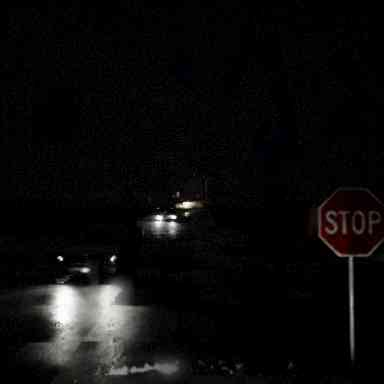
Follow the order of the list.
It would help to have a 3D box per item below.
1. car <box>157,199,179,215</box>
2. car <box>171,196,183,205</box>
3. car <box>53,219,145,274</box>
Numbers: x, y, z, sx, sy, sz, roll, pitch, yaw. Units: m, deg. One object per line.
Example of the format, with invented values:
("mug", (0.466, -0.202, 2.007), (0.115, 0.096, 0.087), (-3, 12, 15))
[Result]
("car", (-2.713, 1.718, 35.899), (1.895, 1.301, 4.718), (0, 0, 0))
("car", (-2.686, 1.550, 60.650), (1.882, 1.535, 5.008), (0, 0, 0))
("car", (-2.740, 1.641, 11.189), (2.033, 1.411, 5.357), (0, 0, 0))
